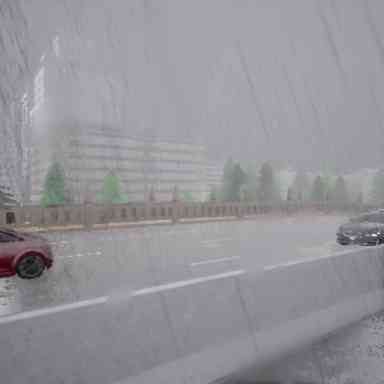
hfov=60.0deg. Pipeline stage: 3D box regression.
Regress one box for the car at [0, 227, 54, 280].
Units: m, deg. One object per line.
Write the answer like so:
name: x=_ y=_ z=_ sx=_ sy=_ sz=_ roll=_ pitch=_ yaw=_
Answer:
car: x=-5.791 y=1.564 z=8.461 sx=4.181 sy=1.385 sz=1.994 roll=0 pitch=0 yaw=-36

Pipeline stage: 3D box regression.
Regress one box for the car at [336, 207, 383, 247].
car: x=8.045 y=1.496 z=14.034 sx=4.892 sy=1.490 sz=1.837 roll=0 pitch=0 yaw=-35
